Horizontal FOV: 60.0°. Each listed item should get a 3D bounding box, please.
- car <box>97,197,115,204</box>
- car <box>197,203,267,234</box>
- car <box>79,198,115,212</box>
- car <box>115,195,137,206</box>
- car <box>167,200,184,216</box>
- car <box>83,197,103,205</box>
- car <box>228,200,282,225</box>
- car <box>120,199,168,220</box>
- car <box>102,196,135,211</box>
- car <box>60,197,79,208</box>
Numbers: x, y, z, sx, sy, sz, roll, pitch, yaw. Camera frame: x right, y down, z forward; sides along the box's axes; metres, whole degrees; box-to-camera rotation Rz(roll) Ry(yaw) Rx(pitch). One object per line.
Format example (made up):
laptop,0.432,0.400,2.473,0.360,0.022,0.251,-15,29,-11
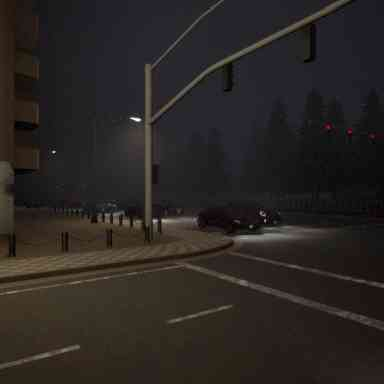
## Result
car,-16.676,1.656,64.486,1.895,1.301,4.718,0,0,-36
car,2.008,1.581,19.881,1.812,1.442,4.674,0,0,-31
car,-11.050,1.656,38.394,1.895,1.301,4.718,0,0,-36
car,-11.416,1.408,57.209,2.097,1.767,4.553,0,0,-36
car,-2.623,1.548,32.669,2.128,1.511,4.902,0,0,-36
car,-18.003,1.656,60.366,1.895,1.301,4.718,0,0,-36
car,4.081,1.407,23.424,2.097,1.767,4.553,0,0,-37
car,-4.235,1.620,28.913,1.994,1.385,4.181,0,0,-36
car,-9.395,1.603,42.090,2.033,1.411,5.357,0,0,-35
car,-17.276,1.533,47.106,1.882,1.535,5.008,0,0,-35
